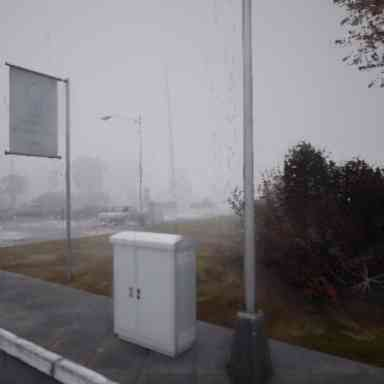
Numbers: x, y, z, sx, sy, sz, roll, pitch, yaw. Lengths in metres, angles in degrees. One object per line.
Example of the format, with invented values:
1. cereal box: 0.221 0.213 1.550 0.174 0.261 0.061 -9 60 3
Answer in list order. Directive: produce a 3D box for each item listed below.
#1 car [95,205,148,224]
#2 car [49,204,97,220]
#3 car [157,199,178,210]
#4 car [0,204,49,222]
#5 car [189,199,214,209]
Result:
1. car: -5.135 1.821 26.745 1.895 1.301 4.718 -1 0 32
2. car: -10.357 1.848 31.770 2.033 1.411 5.357 -1 0 32
3. car: -4.073 1.826 48.198 1.882 1.535 5.008 -1 0 33
4. car: -15.250 1.829 30.587 2.128 1.511 4.902 -1 0 32
5. car: 1.500 1.788 50.404 1.882 1.535 5.008 -1 -1 33
